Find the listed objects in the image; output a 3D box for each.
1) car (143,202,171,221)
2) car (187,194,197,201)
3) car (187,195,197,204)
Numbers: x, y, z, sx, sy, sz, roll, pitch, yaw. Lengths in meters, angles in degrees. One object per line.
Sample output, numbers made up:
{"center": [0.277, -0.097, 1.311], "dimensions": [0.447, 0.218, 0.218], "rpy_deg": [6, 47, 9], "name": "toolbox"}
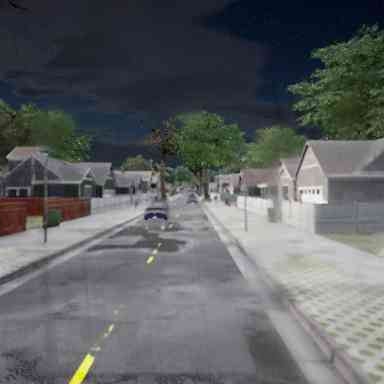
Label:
{"center": [-2.754, 1.507, 27.327], "dimensions": [2.033, 1.411, 5.357], "rpy_deg": [0, 0, 0], "name": "car"}
{"center": [0.007, 1.270, 72.903], "dimensions": [2.033, 1.411, 5.357], "rpy_deg": [0, 0, 0], "name": "car"}
{"center": [0.006, 1.413, 62.486], "dimensions": [2.033, 1.411, 5.357], "rpy_deg": [0, 0, 0], "name": "car"}
